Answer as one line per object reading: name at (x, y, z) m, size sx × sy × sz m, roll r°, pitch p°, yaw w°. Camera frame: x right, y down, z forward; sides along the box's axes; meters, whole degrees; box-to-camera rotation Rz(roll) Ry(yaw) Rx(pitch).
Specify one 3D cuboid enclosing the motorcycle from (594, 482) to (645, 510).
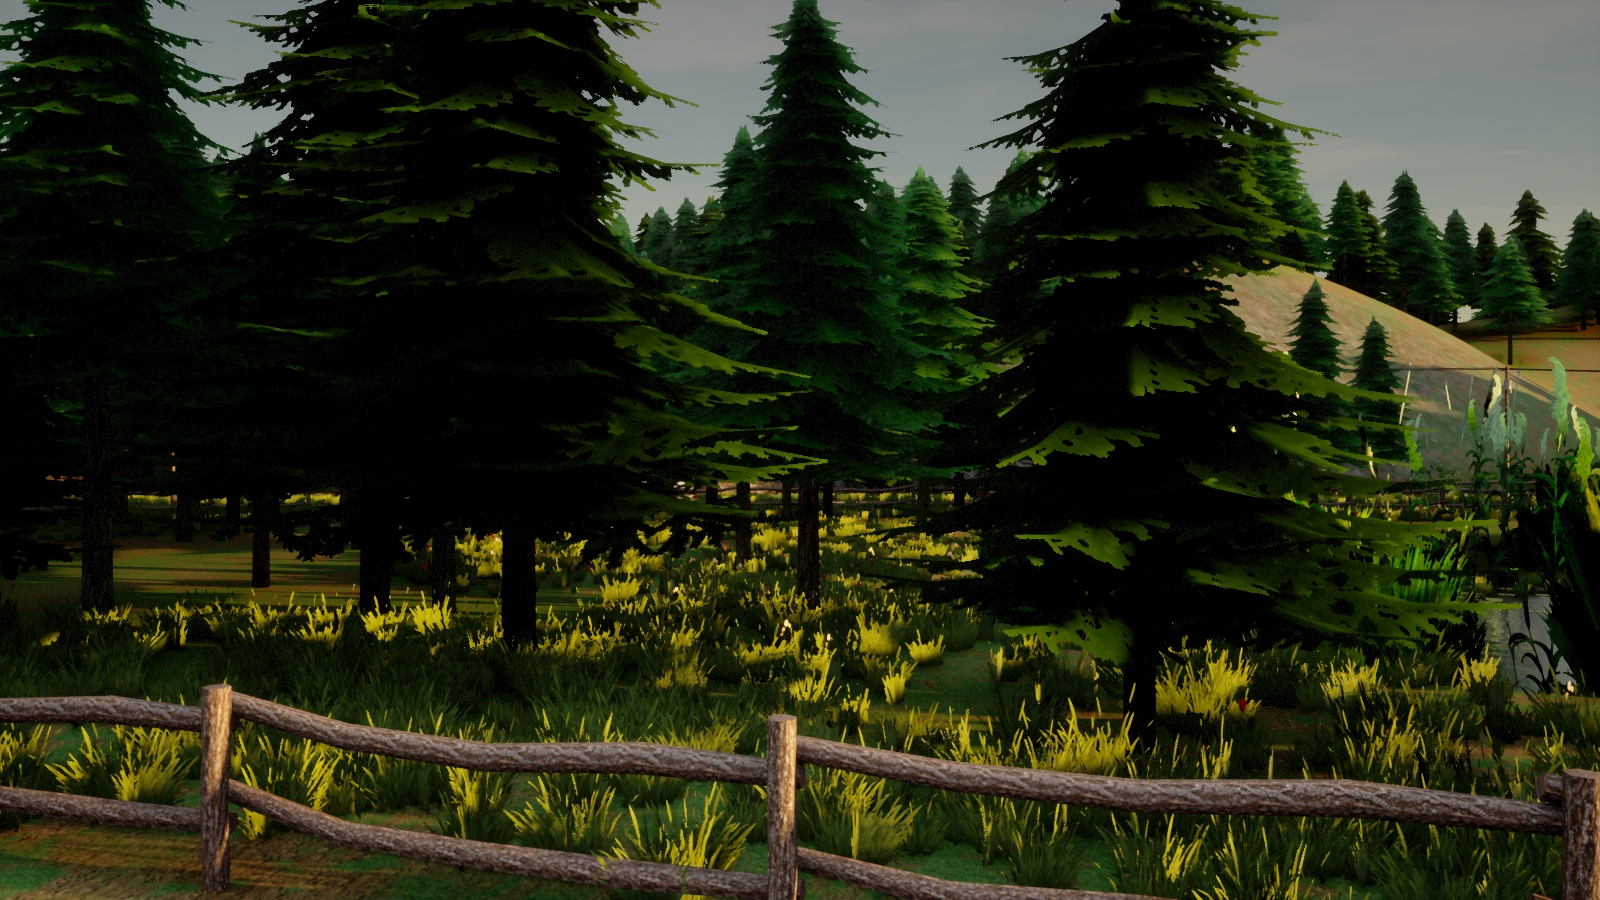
motorcycle at (-8.558, 2.178, 54.109) m, size 2.209 × 1.251 × 0.867 m, roll 0°, pitch 0°, yaw 14°
